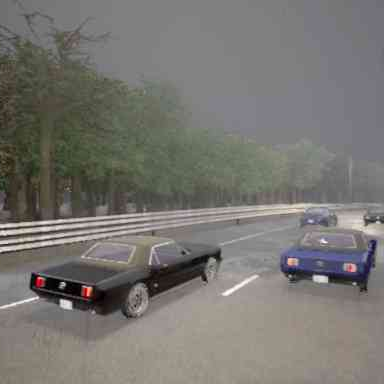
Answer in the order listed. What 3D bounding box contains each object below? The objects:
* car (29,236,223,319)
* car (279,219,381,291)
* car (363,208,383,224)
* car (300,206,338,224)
[{"bbox_3d":[-1.050,1.682,7.703,1.895,1.301,4.718,-1,-1,31],"label":"car"},{"bbox_3d":[4.030,1.660,9.304,1.895,1.301,4.718,-1,-1,32],"label":"car"},{"bbox_3d":[13.946,1.822,24.543,1.895,1.301,4.718,-1,-1,34],"label":"car"},{"bbox_3d":[8.919,1.739,23.344,1.812,1.442,4.674,-1,-1,34],"label":"car"}]
